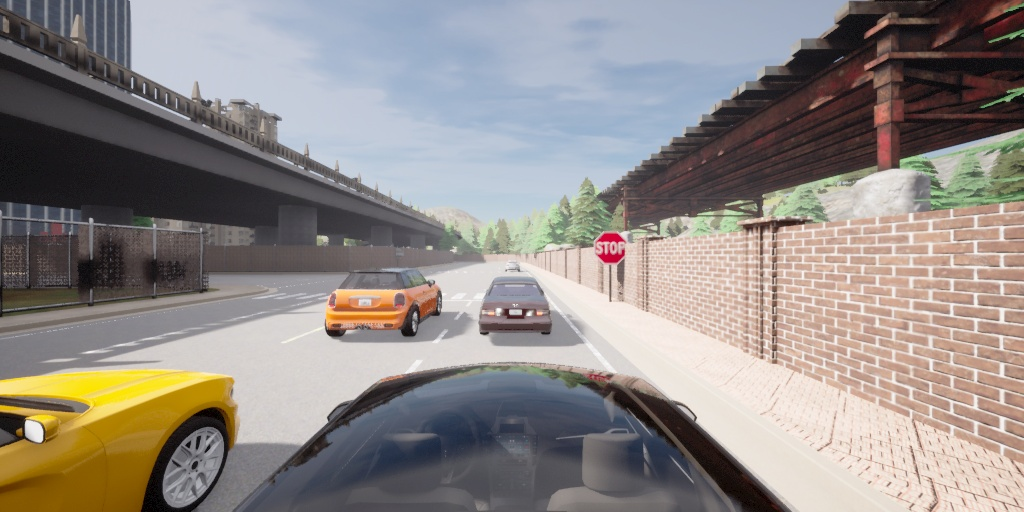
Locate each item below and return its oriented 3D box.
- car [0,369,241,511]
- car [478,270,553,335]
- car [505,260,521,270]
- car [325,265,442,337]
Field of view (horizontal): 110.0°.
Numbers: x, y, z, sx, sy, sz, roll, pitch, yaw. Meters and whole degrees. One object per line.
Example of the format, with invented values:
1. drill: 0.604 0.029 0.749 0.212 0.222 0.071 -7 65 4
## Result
1. car: -3.398 1.228 1.205 1.882 1.535 5.008 0 0 0
2. car: 0.078 1.297 10.485 2.033 1.411 5.357 0 0 0
3. car: 0.067 1.276 46.348 1.812 1.442 4.674 0 0 -1
4. car: -3.423 1.102 10.463 2.097 1.767 4.553 0 0 0
